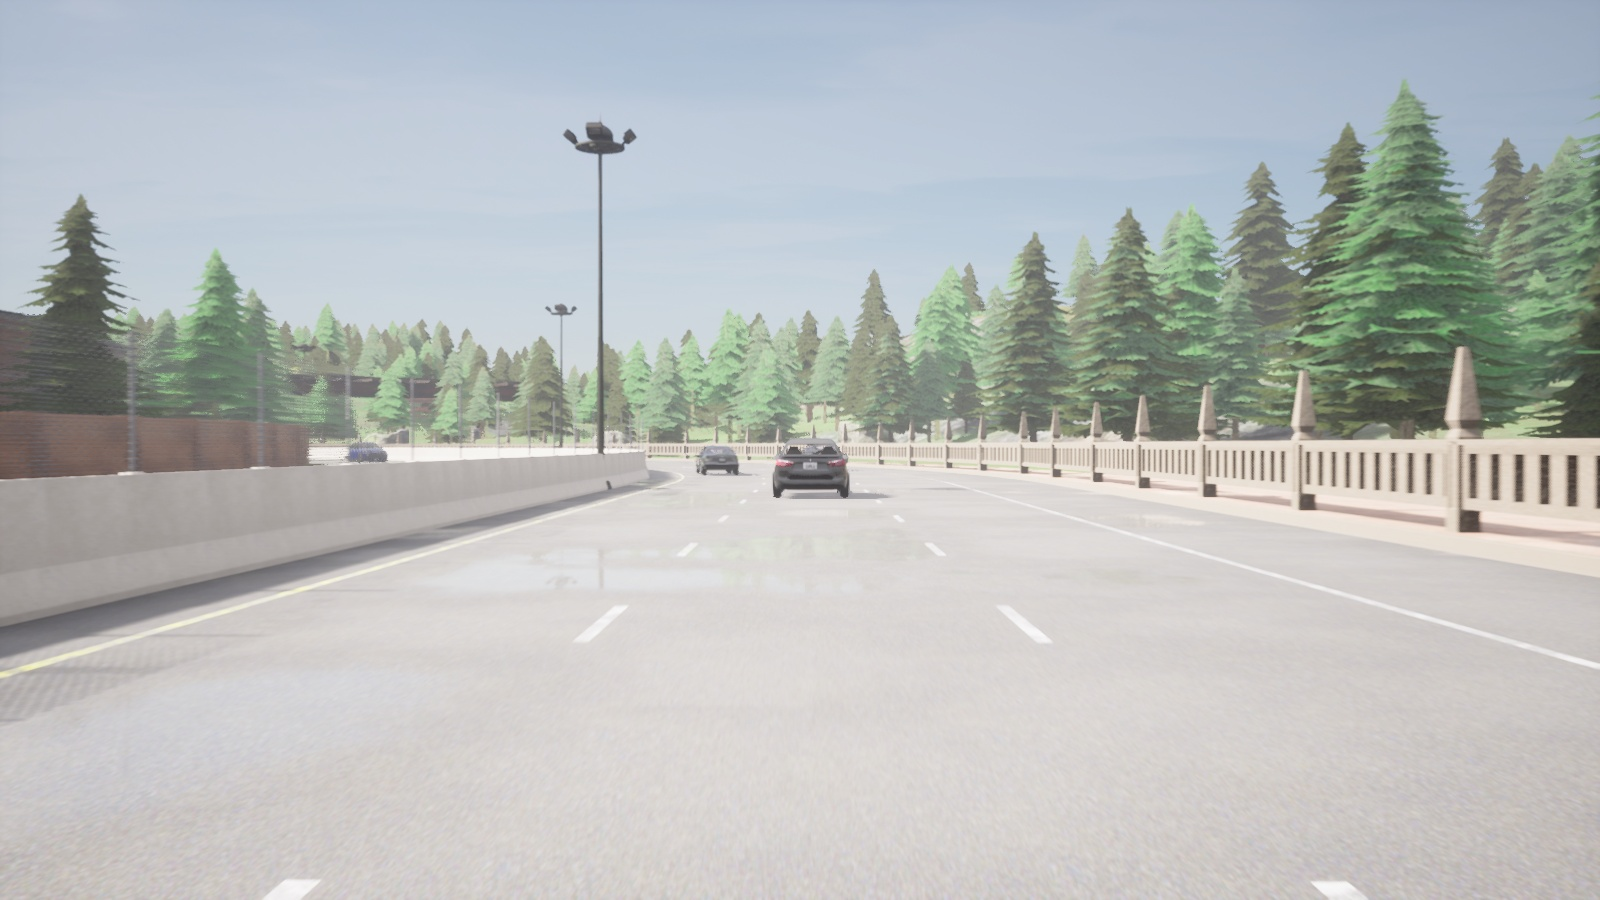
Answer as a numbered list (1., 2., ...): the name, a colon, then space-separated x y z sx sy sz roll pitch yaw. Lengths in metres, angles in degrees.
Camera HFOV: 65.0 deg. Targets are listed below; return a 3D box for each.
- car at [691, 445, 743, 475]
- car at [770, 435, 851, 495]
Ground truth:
1. car: -4.179 0.478 62.300 2.033 1.411 5.357 0 0 -10
2. car: 0.312 0.405 36.944 2.242 1.667 4.611 0 0 0
